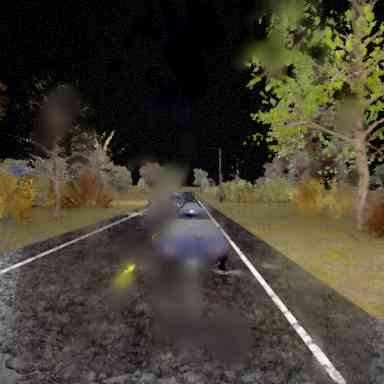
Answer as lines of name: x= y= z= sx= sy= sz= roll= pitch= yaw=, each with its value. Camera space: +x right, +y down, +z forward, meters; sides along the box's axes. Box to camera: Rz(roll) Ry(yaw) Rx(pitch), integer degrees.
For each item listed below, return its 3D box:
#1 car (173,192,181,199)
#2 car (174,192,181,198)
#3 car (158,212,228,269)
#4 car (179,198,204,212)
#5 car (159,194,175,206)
car: x=-3.930 y=0.865 z=87.508 sx=2.097 sy=1.767 sz=4.553 roll=0 pitch=0 yaw=0
car: x=-3.772 y=0.951 z=80.260 sx=1.882 sy=1.535 sz=5.008 roll=0 pitch=0 yaw=-2
car: x=0.043 y=1.563 z=10.990 sx=1.895 sy=1.301 sz=4.718 roll=0 pitch=0 yaw=0
car: x=-0.016 y=1.468 z=27.996 sx=1.994 sy=1.385 sz=4.181 roll=0 pitch=0 yaw=0
car: x=-4.069 y=1.367 z=51.523 sx=1.994 sy=1.385 sz=4.181 roll=0 pitch=0 yaw=-3
